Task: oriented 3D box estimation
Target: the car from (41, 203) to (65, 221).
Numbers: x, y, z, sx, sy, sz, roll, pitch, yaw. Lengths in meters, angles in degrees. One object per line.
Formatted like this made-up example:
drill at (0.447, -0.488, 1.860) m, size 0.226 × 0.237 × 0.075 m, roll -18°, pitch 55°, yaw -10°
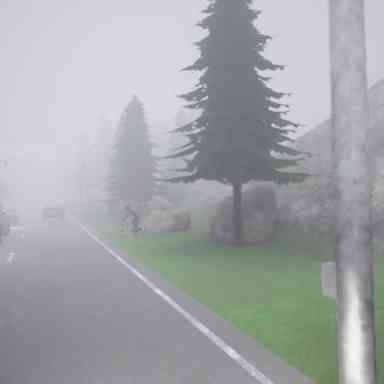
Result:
car at (-13.076, 1.838, 31.351) m, size 2.128 × 1.511 × 4.902 m, roll -2°, pitch 0°, yaw -24°

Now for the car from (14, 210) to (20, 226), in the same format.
car at (-15.001, 1.981, 26.669) m, size 1.994 × 1.385 × 4.181 m, roll -2°, pitch 0°, yaw -23°

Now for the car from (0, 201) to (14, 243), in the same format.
car at (-10.999, 1.532, 17.466) m, size 2.150 × 2.045 × 5.566 m, roll -2°, pitch 0°, yaw -24°

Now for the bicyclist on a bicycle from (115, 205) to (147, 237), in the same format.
bicyclist on a bicycle at (-3.178, 1.518, 17.319) m, size 1.656 × 1.620 × 0.582 m, roll -2°, pitch 0°, yaw -24°
